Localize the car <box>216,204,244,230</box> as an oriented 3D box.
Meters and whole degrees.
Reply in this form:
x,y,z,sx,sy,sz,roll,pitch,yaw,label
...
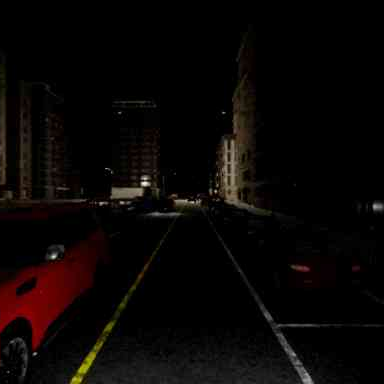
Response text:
x,y,z,sx,sy,sz,roll,pitch,yaw,label
2.634,1.592,19.625,1.802,1.307,4.206,0,0,0,car

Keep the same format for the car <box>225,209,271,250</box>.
x,y,z,sx,sy,sz,roll,pitch,yaw,label
2.635,1.589,13.945,1.802,1.307,4.206,0,0,0,car

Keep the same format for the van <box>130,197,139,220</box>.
x,y,z,sx,sy,sz,roll,pitch,yaw,label
-5.392,1.354,25.305,1.690,1.788,3.998,0,0,0,van

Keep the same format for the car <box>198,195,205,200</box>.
x,y,z,sx,sy,sz,roll,pitch,yaw,label
2.623,1.584,91.946,1.887,1.381,4.507,0,0,0,car

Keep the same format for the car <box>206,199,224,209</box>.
x,y,z,sx,sy,sz,roll,pitch,yaw,label
2.632,1.582,30.986,1.947,1.339,4.313,0,0,0,car

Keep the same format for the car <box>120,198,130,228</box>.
x,y,z,sx,sy,sz,roll,pitch,yaw,label
-5.391,1.325,19.624,2.192,1.841,5.009,0,0,0,car

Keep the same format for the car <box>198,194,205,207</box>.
x,y,z,sx,sy,sz,roll,pitch,yaw,label
2.217,1.484,50.654,1.801,1.575,5.366,0,0,0,car

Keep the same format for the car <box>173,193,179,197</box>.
x,y,z,sx,sy,sz,roll,pitch,yaw,label
-5.402,1.479,91.945,1.967,1.590,4.097,0,0,0,car

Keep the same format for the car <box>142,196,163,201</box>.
x,y,z,sx,sy,sz,roll,pitch,yaw,label
-9.459,1.557,80.048,4.718,1.301,1.895,0,0,8,car

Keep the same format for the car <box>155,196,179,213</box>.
x,y,z,sx,sy,sz,roll,pitch,yaw,label
-2.849,1.526,37.736,1.837,1.490,4.892,0,0,0,car

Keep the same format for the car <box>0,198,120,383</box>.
x,y,z,sx,sy,sz,roll,pitch,yaw,label
-2.847,1.221,5.078,2.150,2.045,5.566,0,0,0,car

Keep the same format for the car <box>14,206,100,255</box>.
x,y,z,sx,sy,sz,roll,pitch,yaw,label
-5.390,1.447,13.945,1.967,1.590,4.097,0,0,0,car

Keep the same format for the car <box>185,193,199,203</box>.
x,y,z,sx,sy,sz,roll,pitch,yaw,label
-0.011,1.442,68.738,2.033,1.411,5.357,0,0,0,car

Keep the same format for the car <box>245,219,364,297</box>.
x,y,z,sx,sy,sz,roll,pitch,yaw,label
2.636,1.586,8.265,1.802,1.307,4.206,0,0,0,car

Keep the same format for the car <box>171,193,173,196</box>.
x,y,z,sx,sy,sz,roll,pitch,yaw,label
-5.398,1.472,65.065,1.967,1.590,4.097,0,0,0,car

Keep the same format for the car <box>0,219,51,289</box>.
x,y,z,sx,sy,sz,roll,pitch,yaw,label
-5.389,1.549,8.264,1.887,1.381,4.507,0,0,0,car

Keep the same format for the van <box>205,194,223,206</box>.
x,y,z,sx,sy,sz,roll,pitch,yaw,label
2.632,1.361,36.665,1.690,1.788,3.998,0,0,0,van

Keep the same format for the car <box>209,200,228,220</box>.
x,y,z,sx,sy,sz,roll,pitch,yaw,label
2.633,1.564,25.305,2.008,1.369,4.403,0,0,0,car

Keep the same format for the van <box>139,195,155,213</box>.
x,y,z,sx,sy,sz,roll,pitch,yaw,label
-5.394,1.360,36.665,1.690,1.788,3.998,0,0,0,van
